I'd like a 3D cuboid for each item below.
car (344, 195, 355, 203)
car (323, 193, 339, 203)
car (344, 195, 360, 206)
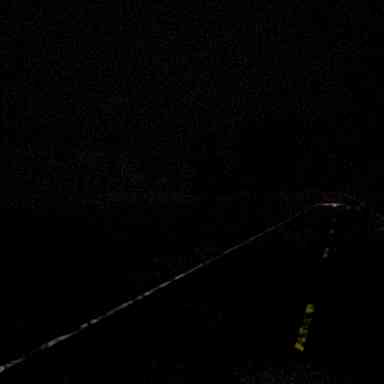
[{"bbox_3d":[31.593,1.371,66.802,2.033,1.411,5.357,-1,0,24],"label":"car"},{"bbox_3d":[26.639,1.138,64.370,2.150,2.045,5.566,-1,0,24],"label":"car"},{"bbox_3d":[24.680,1.390,51.349,1.812,1.442,4.674,-1,0,24],"label":"car"}]
